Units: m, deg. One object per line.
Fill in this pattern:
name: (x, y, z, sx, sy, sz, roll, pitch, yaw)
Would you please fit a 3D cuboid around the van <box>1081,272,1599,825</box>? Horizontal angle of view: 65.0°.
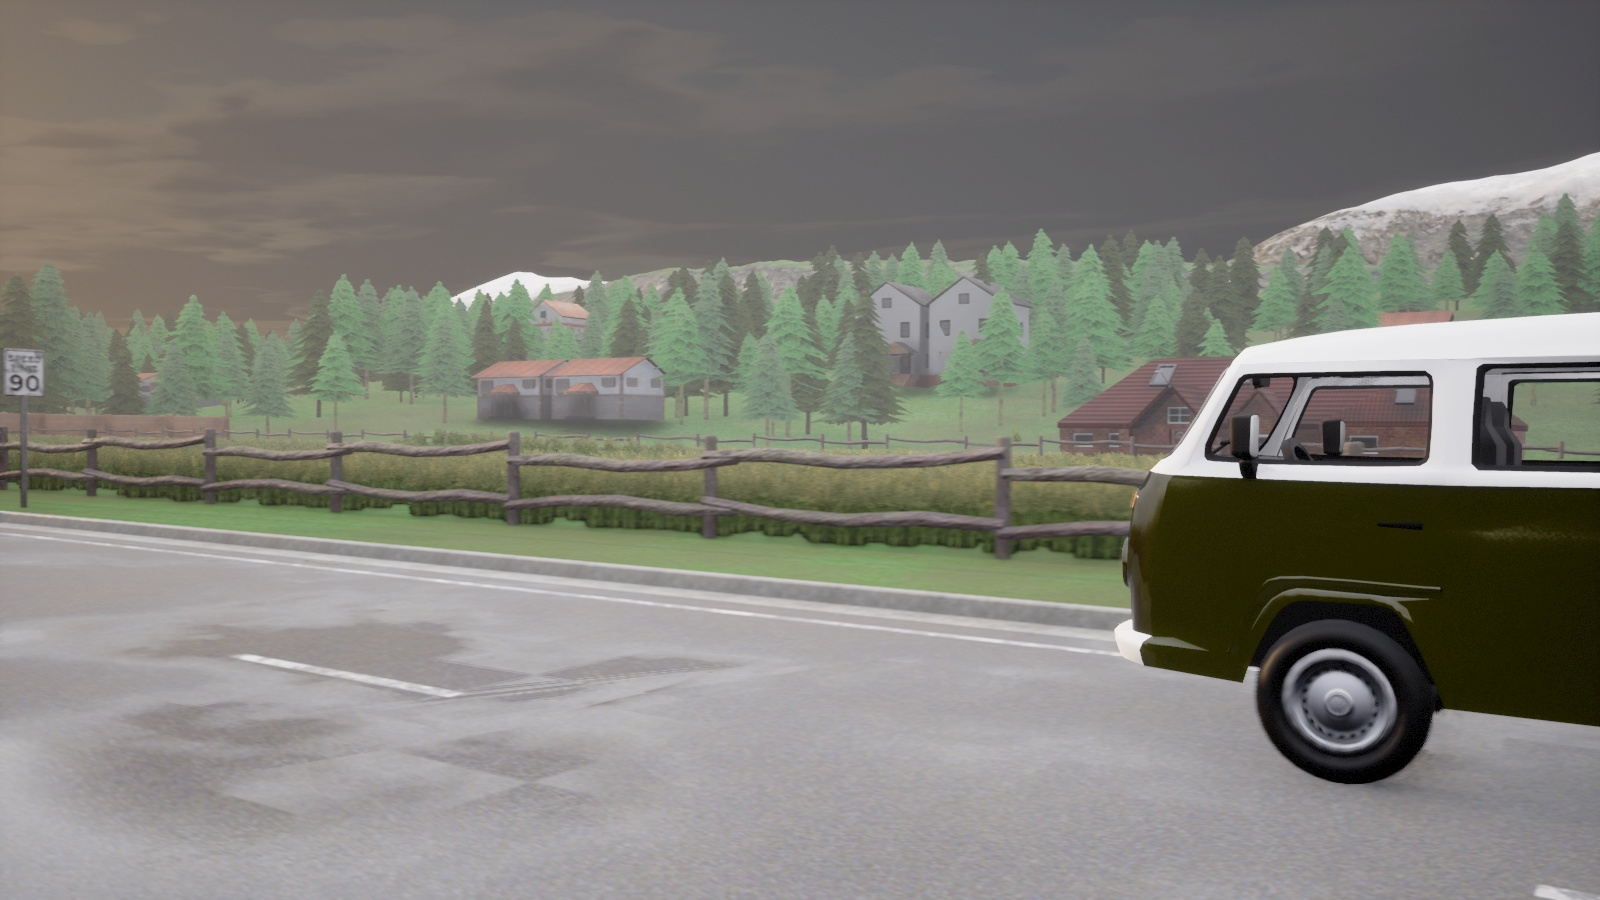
van: (3.724, 0.348, 5.346, 4.480, 2.038, 2.069, 0, 1, 34)
